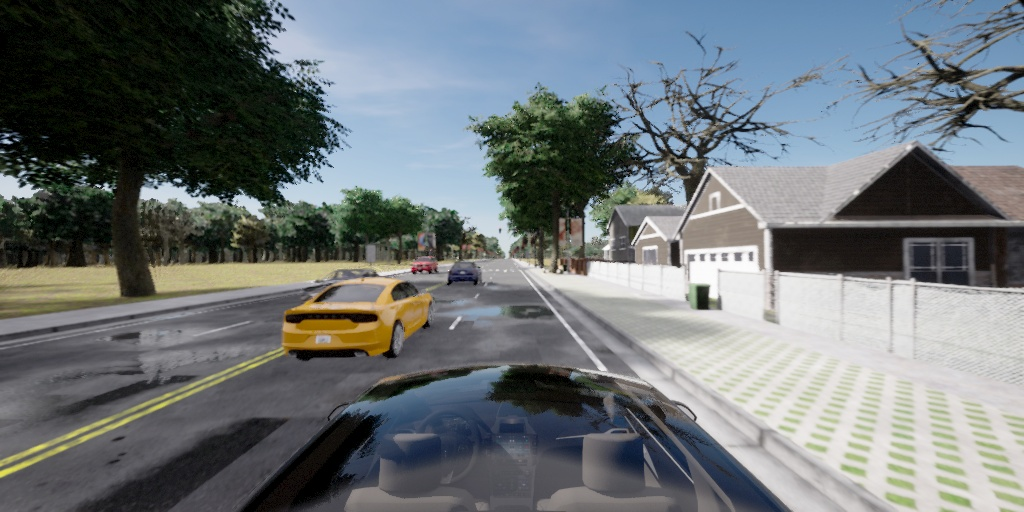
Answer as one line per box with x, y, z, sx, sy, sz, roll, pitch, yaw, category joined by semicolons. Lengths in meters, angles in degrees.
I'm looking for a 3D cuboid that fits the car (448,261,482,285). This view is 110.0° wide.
-3.381;1.136;26.453;2.097;1.767;4.553;0;0;-1;car

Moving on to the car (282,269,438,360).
-3.199;1.251;8.504;1.882;1.535;5.008;0;0;-1;car

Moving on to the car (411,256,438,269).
-10.157;1.065;42.146;2.150;2.045;5.566;0;-1;0;car

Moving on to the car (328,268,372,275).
-6.714;1.291;14.875;2.128;1.511;4.902;0;0;-1;car
